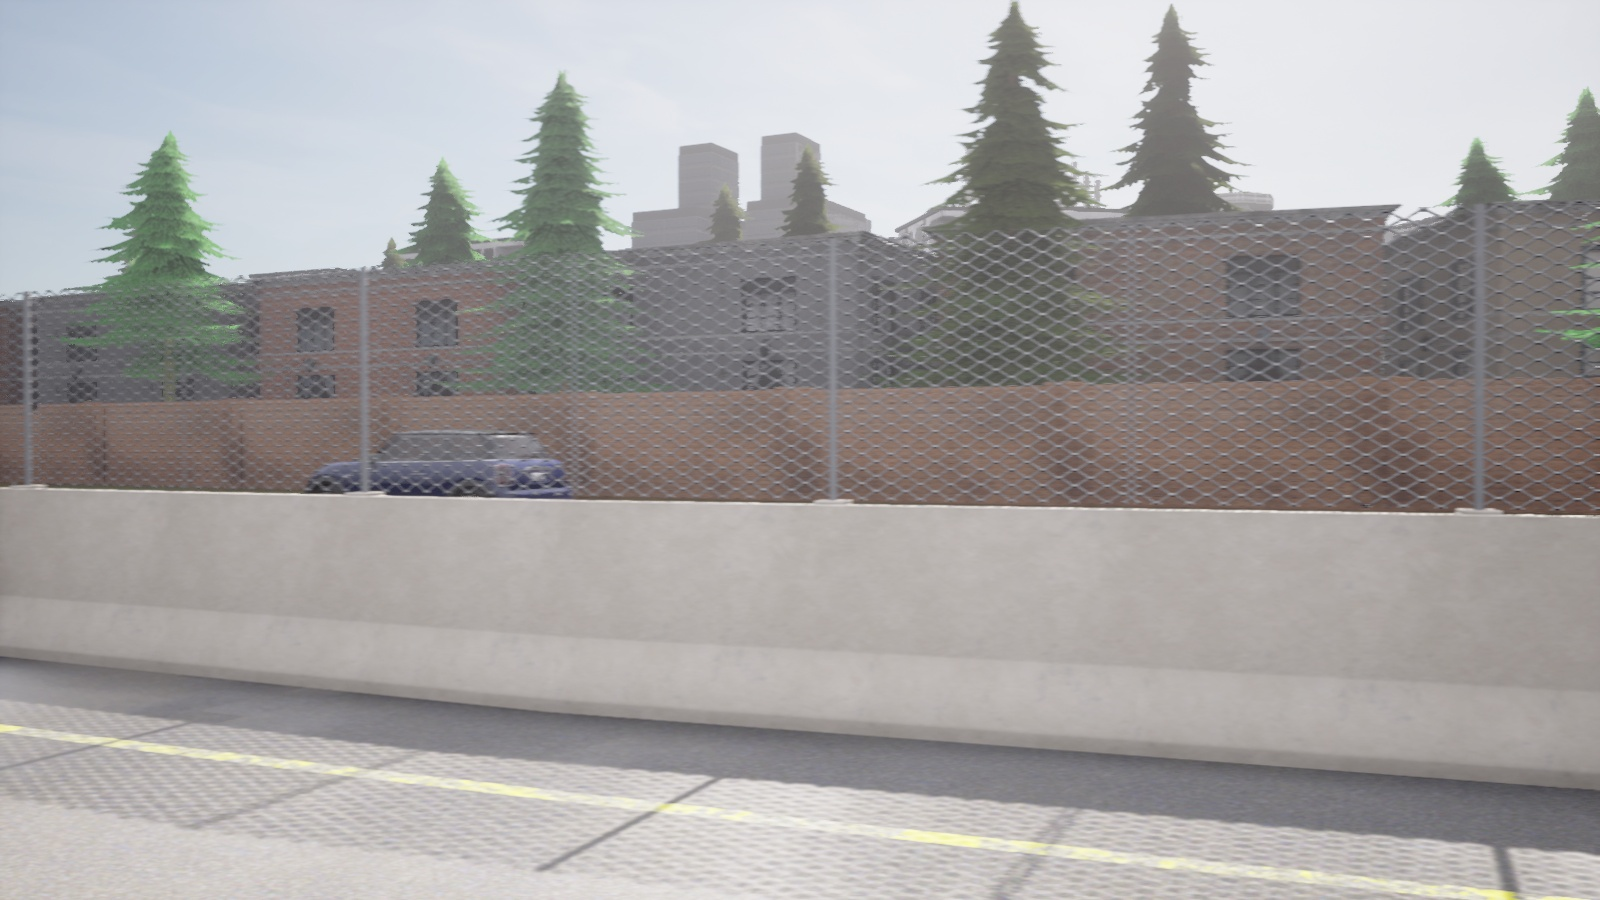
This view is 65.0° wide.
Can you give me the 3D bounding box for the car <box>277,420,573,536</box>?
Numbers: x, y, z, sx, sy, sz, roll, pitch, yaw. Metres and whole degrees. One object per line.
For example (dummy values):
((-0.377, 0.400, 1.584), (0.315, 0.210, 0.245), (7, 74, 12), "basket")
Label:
((-6.319, 0.396, 21.146), (4.553, 1.767, 2.097), (1, 1, 25), "car")
